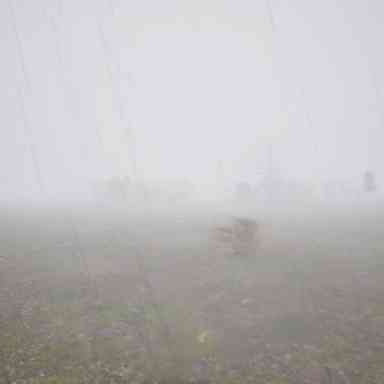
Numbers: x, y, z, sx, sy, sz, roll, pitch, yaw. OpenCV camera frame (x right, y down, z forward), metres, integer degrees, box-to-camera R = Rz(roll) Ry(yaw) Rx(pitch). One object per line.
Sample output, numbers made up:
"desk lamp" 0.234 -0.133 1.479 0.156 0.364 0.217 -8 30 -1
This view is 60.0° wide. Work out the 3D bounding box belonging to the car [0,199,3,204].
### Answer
"car" -29.078 1.240 46.543 4.674 1.442 1.812 -1 0 -38
